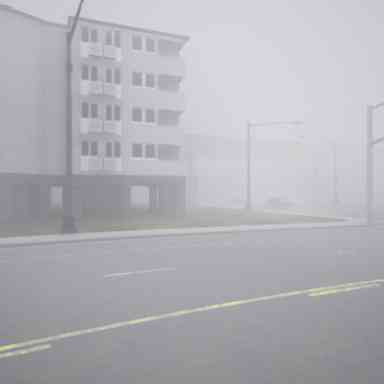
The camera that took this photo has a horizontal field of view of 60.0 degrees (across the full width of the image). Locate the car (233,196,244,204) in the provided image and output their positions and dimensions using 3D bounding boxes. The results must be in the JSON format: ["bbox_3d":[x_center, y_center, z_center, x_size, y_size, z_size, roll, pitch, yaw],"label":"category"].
[{"bbox_3d":[9.054,1.519,64.614,2.128,1.511,4.902,0,0,9],"label":"car"}]

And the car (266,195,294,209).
[{"bbox_3d":[12.404,1.525,47.247,1.837,1.490,4.892,0,0,-21],"label":"car"}]
